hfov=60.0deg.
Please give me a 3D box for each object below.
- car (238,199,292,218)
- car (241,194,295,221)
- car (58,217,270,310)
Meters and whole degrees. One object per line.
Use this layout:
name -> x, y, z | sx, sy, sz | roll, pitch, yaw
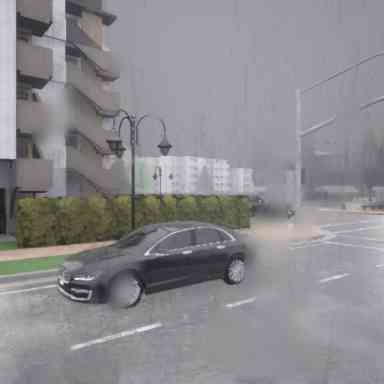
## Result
car -> 6.794, 1.478, 31.596 | 1.882, 1.535, 5.008 | 0, 0, -37
car -> 5.690, 1.221, 27.279 | 2.150, 2.045, 5.566 | 0, 0, -38
car -> -0.564, 1.504, 7.905 | 4.892, 1.490, 1.837 | 0, 0, -36
